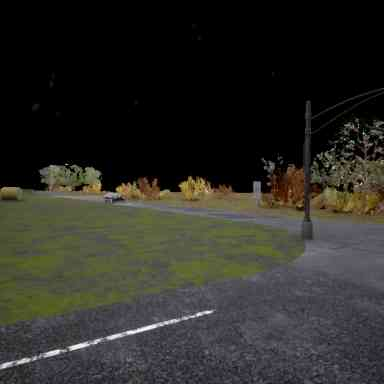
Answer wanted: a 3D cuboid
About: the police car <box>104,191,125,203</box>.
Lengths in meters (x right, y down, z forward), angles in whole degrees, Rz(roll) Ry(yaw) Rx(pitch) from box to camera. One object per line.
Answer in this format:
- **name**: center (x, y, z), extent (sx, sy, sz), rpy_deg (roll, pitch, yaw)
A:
- **police car**: center (-11.604, 0.744, 49.757), extent (1.930, 1.638, 5.238), rpy_deg (1, 0, -32)
